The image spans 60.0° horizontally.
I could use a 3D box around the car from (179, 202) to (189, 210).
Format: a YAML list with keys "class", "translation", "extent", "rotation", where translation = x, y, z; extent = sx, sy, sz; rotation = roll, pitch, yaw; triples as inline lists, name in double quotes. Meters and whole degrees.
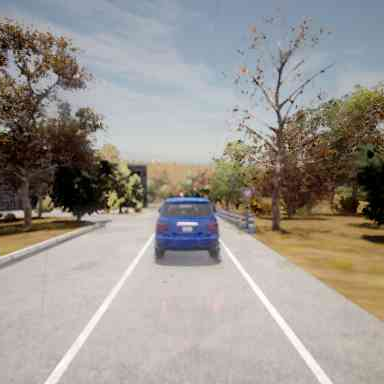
- class: "car"
  translation: [-1.694, 2.991, 71.590]
  extent: [2.097, 1.767, 4.553]
  rotation: [0, -2, -1]

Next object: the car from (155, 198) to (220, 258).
- class: "car"
  translation: [-0.188, 1.236, 12.920]
  extent: [2.150, 2.045, 5.566]
  rotation: [0, 0, -1]

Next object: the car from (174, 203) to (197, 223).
- class: "car"
  translation: [-0.584, 1.772, 29.220]
  extent: [1.837, 1.490, 4.892]
  rotation: [0, 0, -1]
